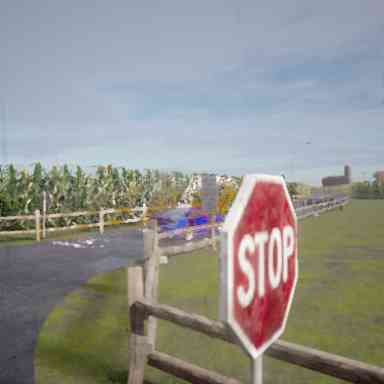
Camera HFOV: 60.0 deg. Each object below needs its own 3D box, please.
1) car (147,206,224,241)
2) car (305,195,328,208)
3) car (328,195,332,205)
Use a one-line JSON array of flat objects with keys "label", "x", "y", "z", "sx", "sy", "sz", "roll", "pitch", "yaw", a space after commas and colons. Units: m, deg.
[{"label": "car", "x": -0.143, "y": 1.463, "z": 16.896, "sx": 1.882, "sy": 1.535, "sz": 5.008, "roll": 0, "pitch": 0, "yaw": 33}, {"label": "car", "x": 15.998, "y": 1.252, "z": 43.343, "sx": 1.837, "sy": 1.490, "sz": 4.892, "roll": 0, "pitch": 0, "yaw": 30}, {"label": "car", "x": 20.853, "y": 1.172, "z": 52.284, "sx": 1.837, "sy": 1.490, "sz": 4.892, "roll": 0, "pitch": 0, "yaw": 27}]
